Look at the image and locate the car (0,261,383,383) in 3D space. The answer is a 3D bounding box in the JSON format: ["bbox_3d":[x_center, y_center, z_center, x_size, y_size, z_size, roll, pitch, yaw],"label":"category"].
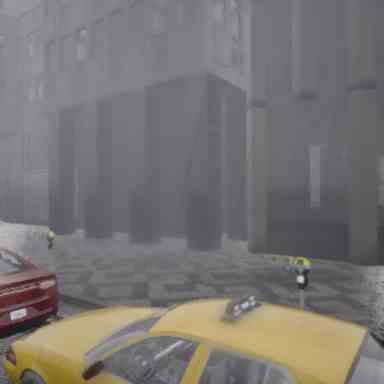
[{"bbox_3d":[0.186,1.540,2.830,4.829,1.417,1.752,-1,0,36],"label":"car"}]

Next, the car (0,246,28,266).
[{"bbox_3d":[-4.265,1.616,6.008,4.507,1.381,1.887,-1,0,36],"label":"car"}]
